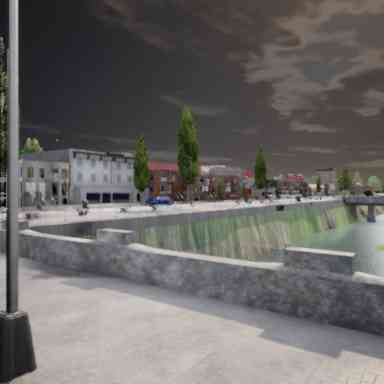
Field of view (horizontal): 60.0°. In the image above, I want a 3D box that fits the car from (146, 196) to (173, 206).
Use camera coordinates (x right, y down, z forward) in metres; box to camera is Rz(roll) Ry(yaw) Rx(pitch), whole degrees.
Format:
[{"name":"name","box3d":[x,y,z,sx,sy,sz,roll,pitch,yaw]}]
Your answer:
[{"name":"car","box3d":[-5.075,1.401,51.646,1.882,1.535,5.008,0,0,36]}]
